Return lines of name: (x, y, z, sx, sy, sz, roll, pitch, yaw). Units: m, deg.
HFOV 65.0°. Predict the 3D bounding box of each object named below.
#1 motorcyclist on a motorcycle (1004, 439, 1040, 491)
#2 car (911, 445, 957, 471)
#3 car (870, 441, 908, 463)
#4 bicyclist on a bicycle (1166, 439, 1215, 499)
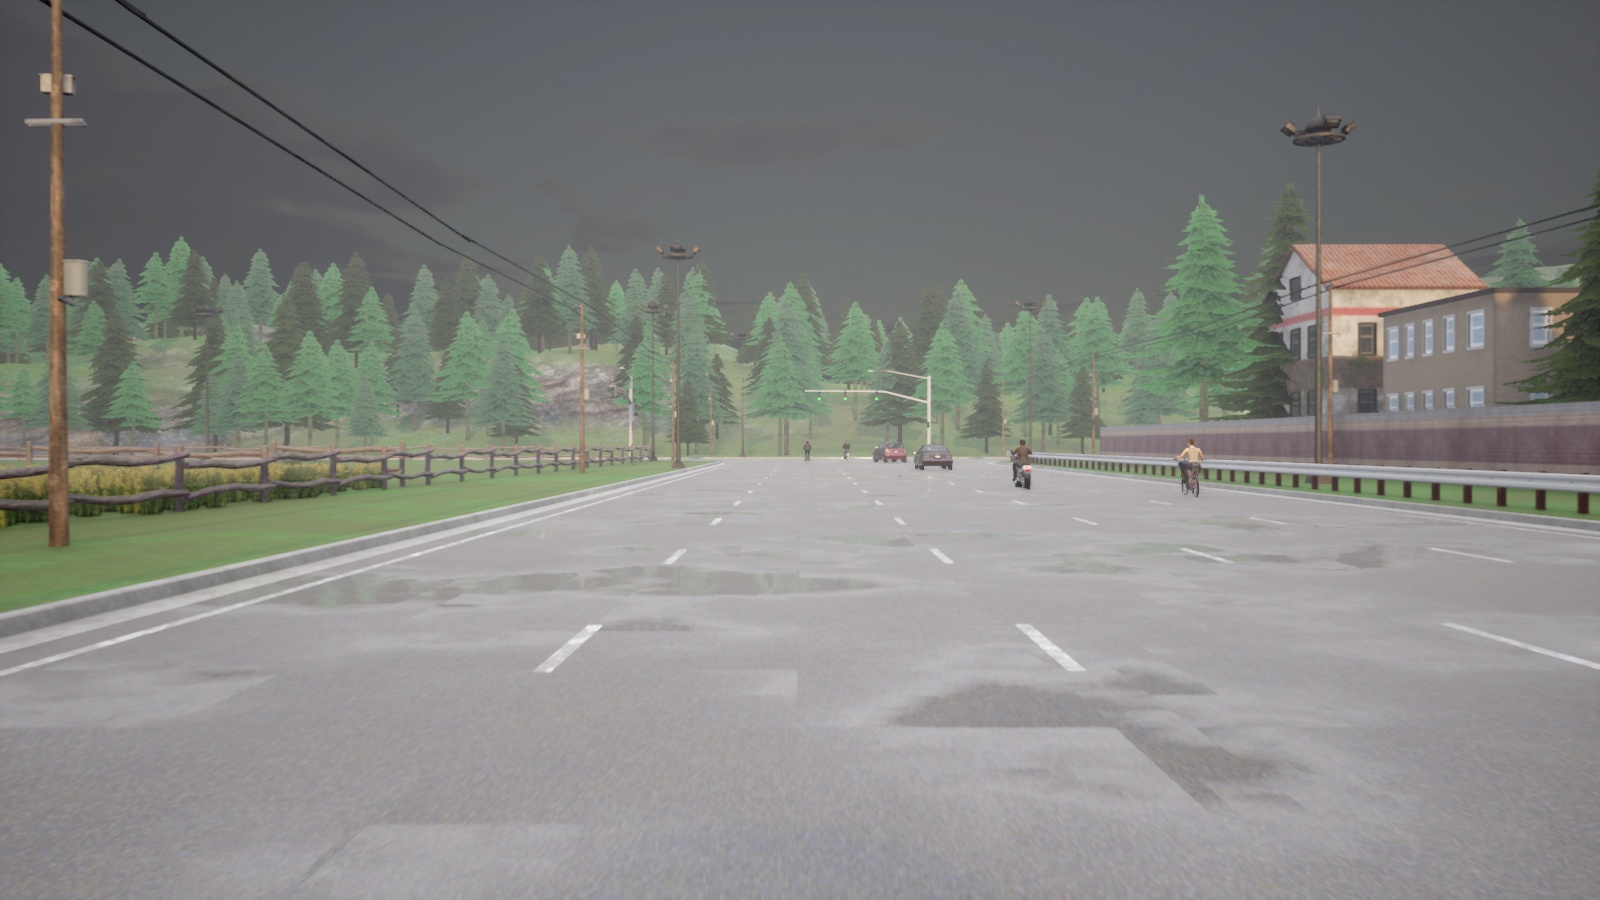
motorcyclist on a motorcycle: (7.250, 0.471, 41.130, 0.766, 1.649, 2.350, 0, 0, 0)
car: (7.415, 0.405, 70.014, 2.033, 1.411, 5.357, 0, 0, 0)
car: (6.716, 0.114, 95.092, 1.851, 1.617, 3.988, 0, 0, -12)
bicyclist on a bicycle: (10.708, 0.497, 34.468, 0.866, 1.612, 1.509, 0, 0, 1)
